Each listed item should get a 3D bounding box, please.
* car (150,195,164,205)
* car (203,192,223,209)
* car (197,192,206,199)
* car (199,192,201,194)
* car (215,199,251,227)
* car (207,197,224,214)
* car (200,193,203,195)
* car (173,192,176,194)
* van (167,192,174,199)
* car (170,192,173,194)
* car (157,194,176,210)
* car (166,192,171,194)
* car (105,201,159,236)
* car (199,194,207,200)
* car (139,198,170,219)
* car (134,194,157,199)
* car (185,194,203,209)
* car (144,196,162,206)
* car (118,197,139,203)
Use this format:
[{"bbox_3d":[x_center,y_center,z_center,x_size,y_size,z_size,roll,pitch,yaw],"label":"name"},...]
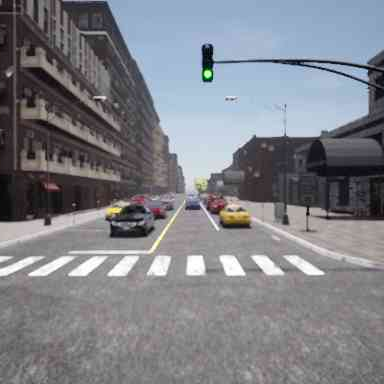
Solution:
[{"bbox_3d":[-5.704,1.293,54.403,1.752,1.417,4.829,0,0,0],"label":"car"},{"bbox_3d":[2.681,1.123,37.958,2.192,1.841,5.009,0,0,0],"label":"car"},{"bbox_3d":[2.667,0.916,93.349,2.192,1.841,5.009,0,0,0],"label":"car"},{"bbox_3d":[-0.017,1.084,58.538,2.097,1.767,4.553,0,0,0],"label":"car"},{"bbox_3d":[2.684,1.411,21.511,1.752,1.417,4.829,0,0,0],"label":"car"},{"bbox_3d":[2.682,1.415,32.420,1.802,1.307,4.206,0,0,0],"label":"car"},{"bbox_3d":[2.677,1.288,54.576,2.008,1.369,4.403,0,0,0],"label":"car"},{"bbox_3d":[-5.711,0.980,82.269,2.192,1.841,5.009,0,0,0],"label":"car"},{"bbox_3d":[-5.712,0.988,87.809,1.690,1.788,3.998,0,0,0],"label":"van"},{"bbox_3d":[-5.708,1.144,71.191,1.967,1.590,4.097,0,0,0],"label":"car"},{"bbox_3d":[-3.093,1.317,38.669,2.128,1.511,4.902,0,0,0],"label":"car"},{"bbox_3d":[-5.707,1.269,65.653,1.887,1.381,4.507,0,0,0],"label":"car"},{"bbox_3d":[-3.102,1.449,18.099,1.812,1.442,4.674,0,0,0],"label":"car"},{"bbox_3d":[2.670,1.186,82.272,2.008,1.369,4.403,0,0,0],"label":"car"},{"bbox_3d":[-3.111,1.441,27.476,1.994,1.385,4.181,0,0,-1],"label":"car"},{"bbox_3d":[-5.700,1.153,37.955,2.192,1.841,5.009,0,0,0],"label":"car"},{"bbox_3d":[0.087,1.348,41.753,2.033,1.411,5.357,0,0,0],"label":"car"},{"bbox_3d":[-5.703,1.341,49.034,2.008,1.369,4.403,0,0,0],"label":"car"},{"bbox_3d":[-5.698,1.416,26.707,1.752,1.417,4.829,0,0,0],"label":"car"}]
